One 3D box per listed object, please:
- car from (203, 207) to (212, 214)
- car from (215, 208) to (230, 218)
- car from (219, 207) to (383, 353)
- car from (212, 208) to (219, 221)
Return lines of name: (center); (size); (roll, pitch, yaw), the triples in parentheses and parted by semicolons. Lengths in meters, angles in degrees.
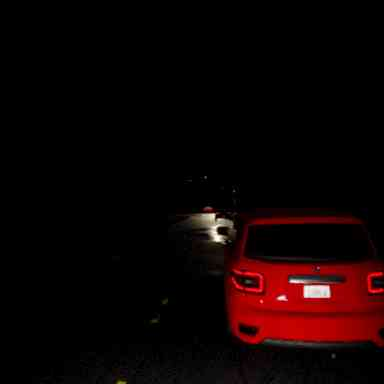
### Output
car: (3.240, 3.694, 66.918); (1.882, 1.535, 5.008); (-1, -3, 5)
car: (4.202, 2.860, 46.340); (1.895, 1.301, 4.718); (-1, -2, 5)
car: (1.691, 1.299, 6.552); (2.150, 2.045, 5.566); (-1, -1, 5)
car: (3.401, 2.413, 36.411); (1.812, 1.442, 4.674); (-1, -2, 3)
